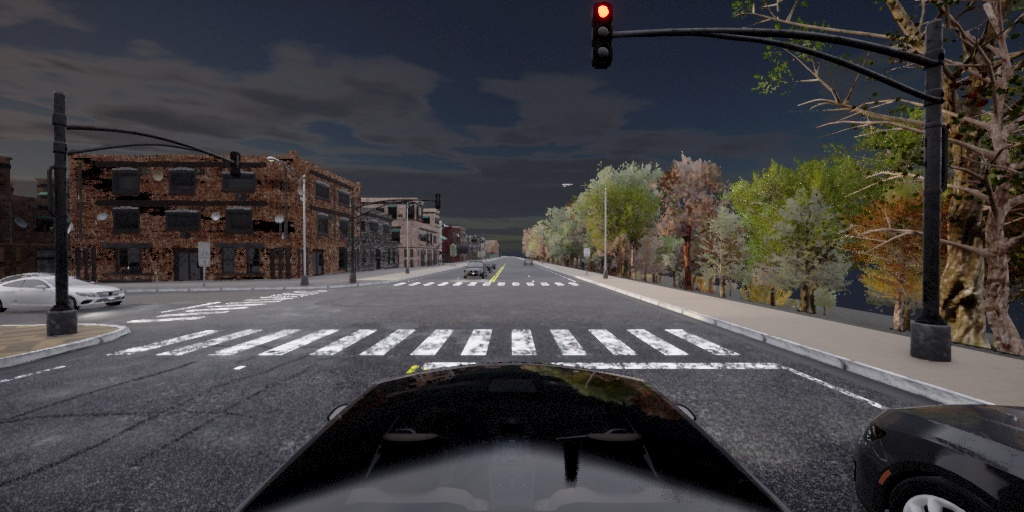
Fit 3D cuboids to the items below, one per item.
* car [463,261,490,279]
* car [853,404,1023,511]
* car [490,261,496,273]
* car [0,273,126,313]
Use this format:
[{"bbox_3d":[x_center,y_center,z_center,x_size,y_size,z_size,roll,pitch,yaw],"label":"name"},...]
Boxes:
[{"bbox_3d":[-3.316,1.251,33.070,1.837,1.490,4.892,0,0,0],"label":"car"},{"bbox_3d":[3.348,1.255,0.518,1.837,1.490,4.892,0,0,0],"label":"car"},{"bbox_3d":[-3.325,1.346,42.992,1.895,1.301,4.718,0,0,0],"label":"car"},{"bbox_3d":[-19.504,1.569,15.305,4.674,1.442,1.812,-1,1,-1],"label":"car"}]
